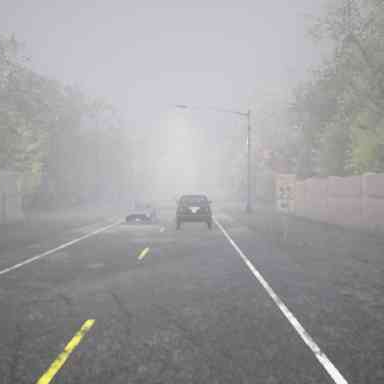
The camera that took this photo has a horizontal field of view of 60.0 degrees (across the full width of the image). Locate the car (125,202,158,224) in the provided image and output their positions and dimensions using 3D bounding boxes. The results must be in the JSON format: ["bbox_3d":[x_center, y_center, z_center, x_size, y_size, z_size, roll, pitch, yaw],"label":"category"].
[{"bbox_3d":[-3.578,1.455,24.521,2.033,1.411,5.357,1,0,0],"label":"car"}]

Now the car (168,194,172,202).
[{"bbox_3d":[-3.473,1.203,64.688,1.837,1.490,4.892,0,1,0],"label":"car"}]

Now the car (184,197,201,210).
[{"bbox_3d":[0.117,1.402,41.308,1.994,1.385,4.181,0,0,0],"label":"car"}]

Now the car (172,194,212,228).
[{"bbox_3d":[0.116,1.145,21.385,2.150,2.045,5.566,0,0,0],"label":"car"}]
